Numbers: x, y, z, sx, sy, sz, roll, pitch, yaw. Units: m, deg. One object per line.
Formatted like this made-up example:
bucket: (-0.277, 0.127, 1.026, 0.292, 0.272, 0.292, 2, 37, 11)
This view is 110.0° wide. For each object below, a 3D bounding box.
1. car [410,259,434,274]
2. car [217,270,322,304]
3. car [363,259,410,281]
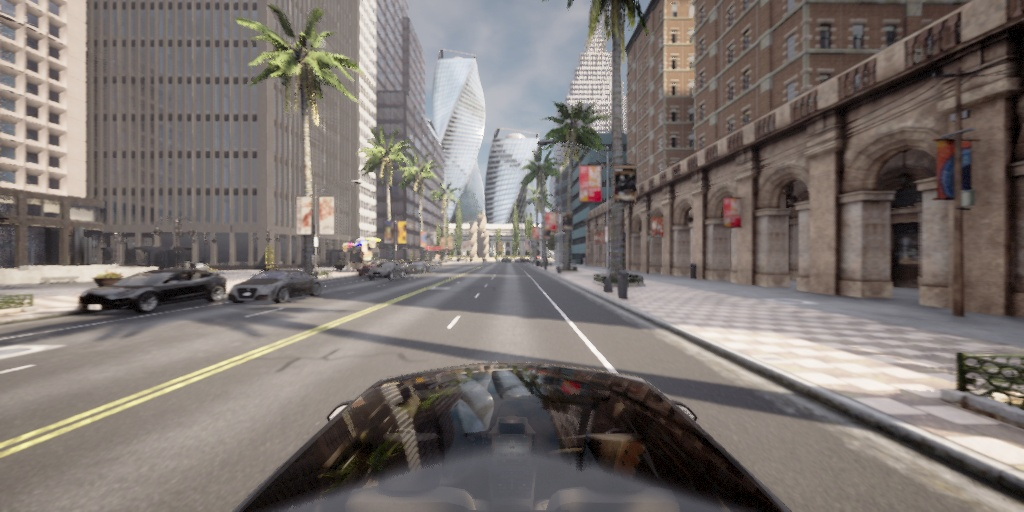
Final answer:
car: (-10.580, 1.312, 40.473, 1.994, 1.385, 4.181, 0, 0, -1)
car: (-10.502, 1.311, 16.203, 1.994, 1.385, 4.181, 0, 0, 0)
car: (-10.566, 1.255, 30.495, 1.837, 1.490, 4.892, 0, 0, 0)
